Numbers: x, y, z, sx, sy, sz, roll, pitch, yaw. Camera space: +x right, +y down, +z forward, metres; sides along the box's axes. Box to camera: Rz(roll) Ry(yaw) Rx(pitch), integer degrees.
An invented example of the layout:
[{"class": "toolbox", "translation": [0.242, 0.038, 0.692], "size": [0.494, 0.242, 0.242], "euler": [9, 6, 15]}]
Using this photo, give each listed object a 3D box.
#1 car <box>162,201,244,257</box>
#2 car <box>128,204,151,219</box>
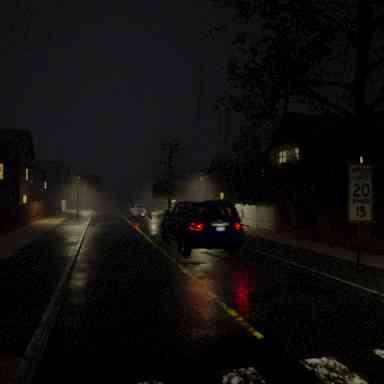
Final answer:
[{"class": "car", "translation": [0.220, 1.368, 13.840], "size": [2.150, 2.045, 5.566], "euler": [0, -1, -16]}, {"class": "car", "translation": [-5.246, 1.909, 33.552], "size": [1.812, 1.442, 4.674], "euler": [0, -1, -15]}]
